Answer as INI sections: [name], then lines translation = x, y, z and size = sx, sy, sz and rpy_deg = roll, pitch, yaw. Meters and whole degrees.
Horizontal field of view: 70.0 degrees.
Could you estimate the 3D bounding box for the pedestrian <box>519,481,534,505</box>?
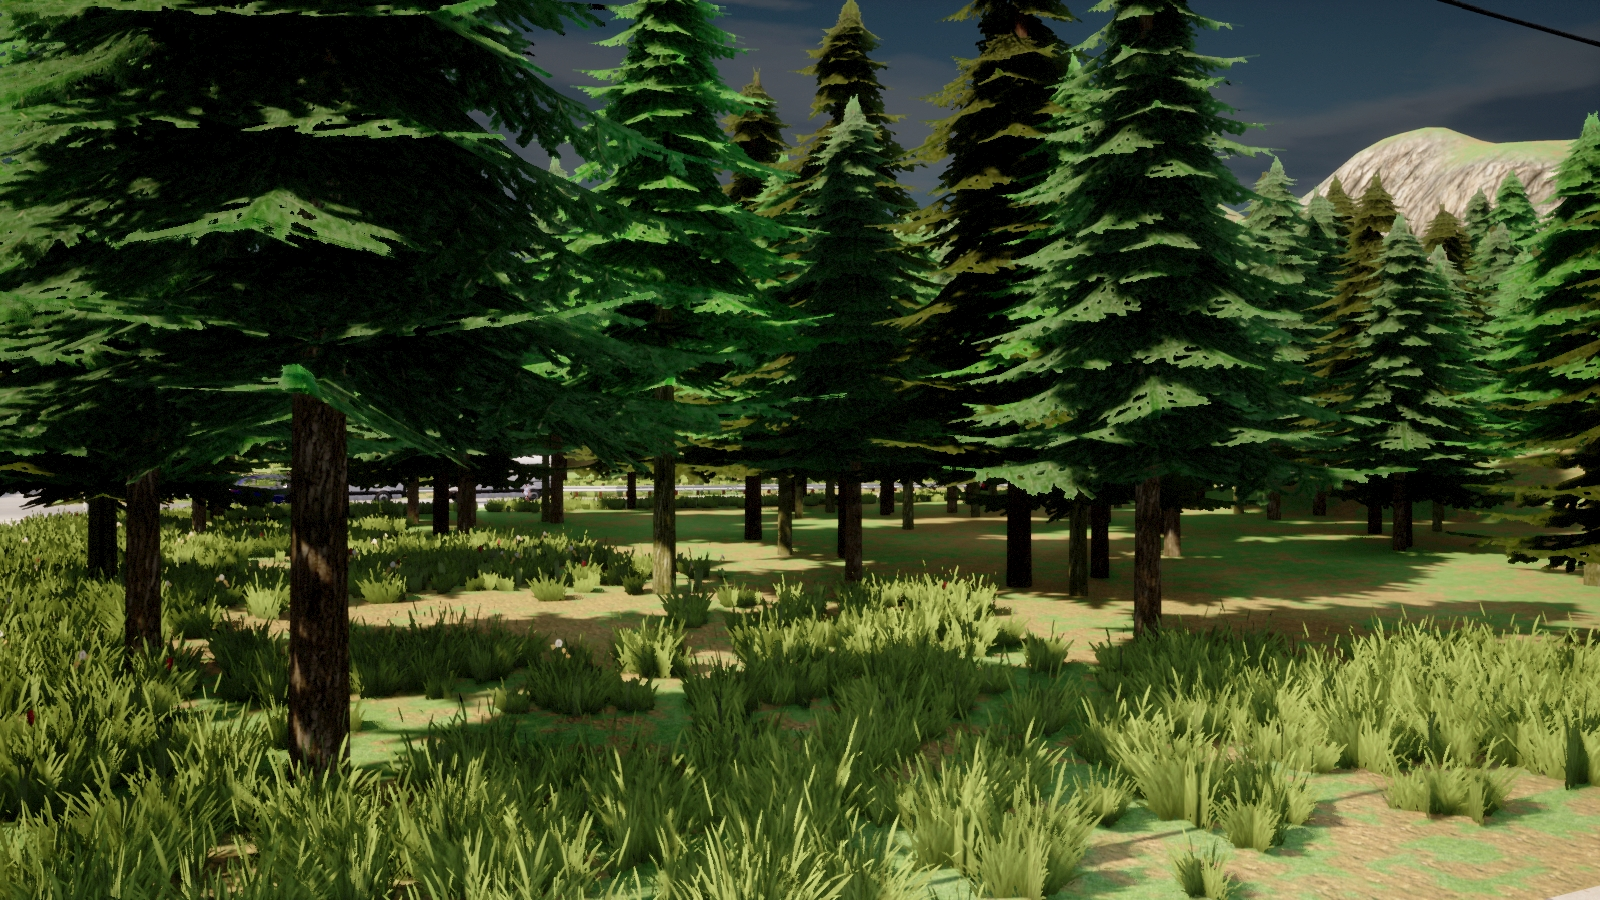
[pedestrian]
translation = -13.026, 2.050, 54.474
size = 0.500, 1.100, 0.500
rpy_deg = 0, 0, 43
